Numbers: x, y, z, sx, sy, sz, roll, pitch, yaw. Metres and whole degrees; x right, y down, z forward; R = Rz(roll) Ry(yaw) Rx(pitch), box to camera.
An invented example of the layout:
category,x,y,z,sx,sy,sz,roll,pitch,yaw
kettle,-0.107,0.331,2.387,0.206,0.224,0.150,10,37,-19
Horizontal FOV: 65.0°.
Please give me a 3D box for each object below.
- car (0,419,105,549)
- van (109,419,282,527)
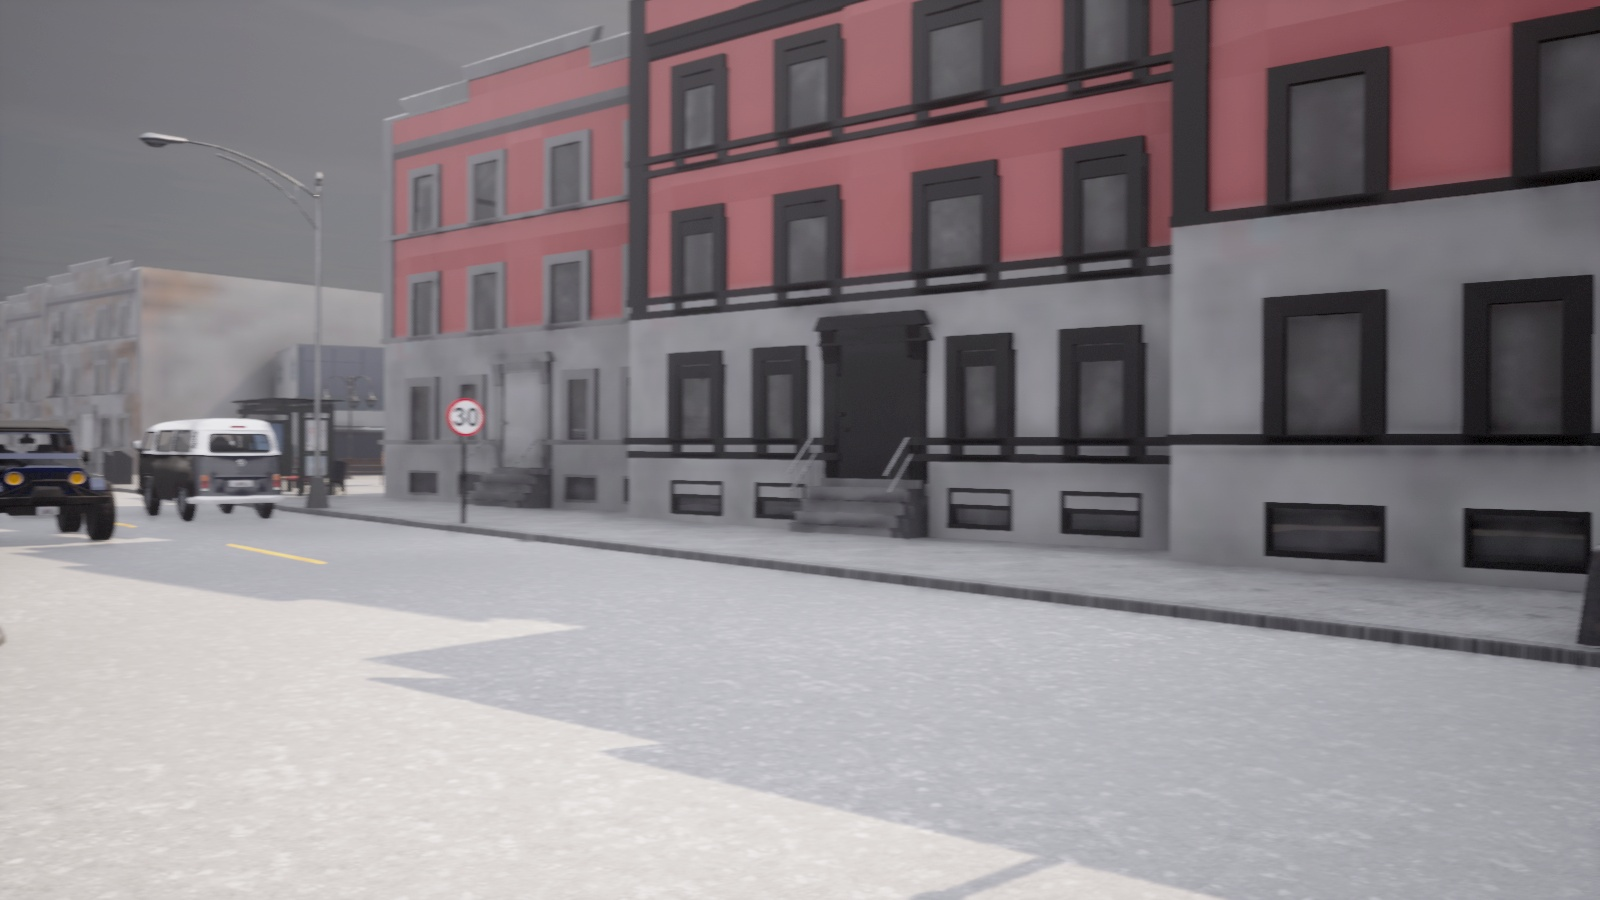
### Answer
category,x,y,z,sx,sy,sz,roll,pitch,yaw
car,-12.514,0.493,19.871,1.905,1.878,3.866,0,0,-41
van,-12.588,0.413,25.994,2.069,2.038,4.480,0,1,-42
